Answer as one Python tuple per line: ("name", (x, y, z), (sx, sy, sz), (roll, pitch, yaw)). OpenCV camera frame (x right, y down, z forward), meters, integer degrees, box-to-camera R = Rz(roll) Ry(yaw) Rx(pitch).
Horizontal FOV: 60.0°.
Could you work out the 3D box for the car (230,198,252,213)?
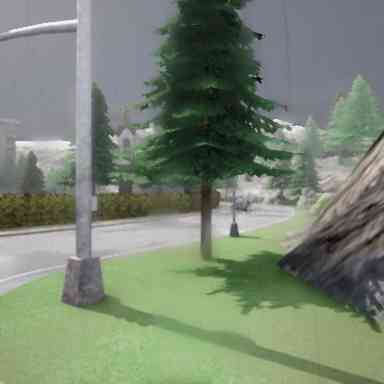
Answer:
("car", (5.507, 1.481, 36.962), (1.837, 1.490, 4.892), (1, 0, 18))
